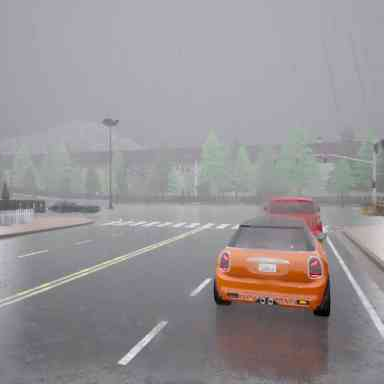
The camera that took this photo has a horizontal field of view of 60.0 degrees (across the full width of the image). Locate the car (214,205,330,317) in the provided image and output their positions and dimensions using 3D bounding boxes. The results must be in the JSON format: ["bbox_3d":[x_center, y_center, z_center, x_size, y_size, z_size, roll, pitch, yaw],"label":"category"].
[{"bbox_3d":[2.025,1.352,7.855,2.097,1.767,4.553,0,0,19],"label":"car"}]

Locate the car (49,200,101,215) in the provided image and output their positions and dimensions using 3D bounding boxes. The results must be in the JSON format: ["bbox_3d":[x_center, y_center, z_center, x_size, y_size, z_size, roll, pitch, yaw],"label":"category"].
[{"bbox_3d":[-11.723,1.601,33.873,4.718,1.301,1.895,0,0,19],"label":"car"}]

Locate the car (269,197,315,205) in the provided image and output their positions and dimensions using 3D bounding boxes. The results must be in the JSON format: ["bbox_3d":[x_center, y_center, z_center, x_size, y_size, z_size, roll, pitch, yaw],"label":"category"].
[{"bbox_3d":[4.220,1.221,14.123,2.150,2.045,5.566,0,0,16],"label":"car"}]

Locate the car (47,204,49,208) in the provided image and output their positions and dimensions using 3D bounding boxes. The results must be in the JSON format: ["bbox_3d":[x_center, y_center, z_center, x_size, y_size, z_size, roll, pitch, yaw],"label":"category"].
[{"bbox_3d":[-14.161,1.595,38.423,4.718,1.301,1.895,0,0,16],"label":"car"}]
